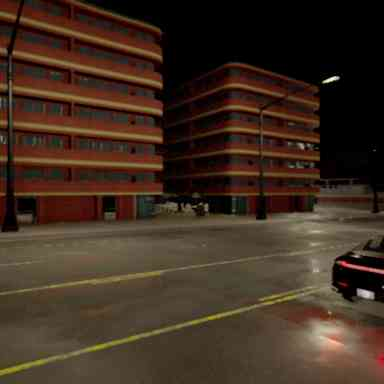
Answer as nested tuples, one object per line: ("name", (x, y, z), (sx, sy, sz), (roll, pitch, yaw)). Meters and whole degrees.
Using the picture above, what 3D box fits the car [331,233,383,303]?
("car", (5.057, 1.623, 7.287), (4.902, 1.511, 2.128), (1, -1, -35))
